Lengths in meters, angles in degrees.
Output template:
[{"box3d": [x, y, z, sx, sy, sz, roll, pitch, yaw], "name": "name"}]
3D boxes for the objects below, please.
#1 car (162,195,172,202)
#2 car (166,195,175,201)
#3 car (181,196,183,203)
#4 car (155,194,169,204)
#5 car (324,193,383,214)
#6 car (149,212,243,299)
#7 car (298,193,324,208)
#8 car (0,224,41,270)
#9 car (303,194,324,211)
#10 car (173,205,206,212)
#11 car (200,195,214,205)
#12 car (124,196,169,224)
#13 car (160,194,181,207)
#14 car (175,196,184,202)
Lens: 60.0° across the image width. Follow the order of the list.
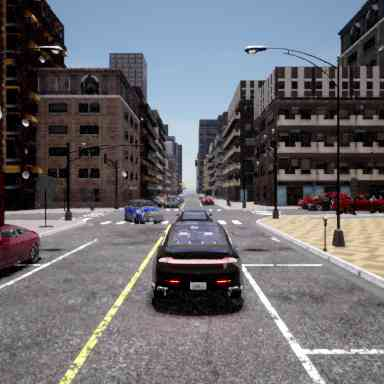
[{"box3d": [-5.599, 1.471, 74.011, 1.967, 1.590, 4.097, 0, 0, 0], "name": "car"}, {"box3d": [-5.585, 1.481, 85.377, 1.967, 1.590, 4.097, 0, 0, 0], "name": "car"}, {"box3d": [-3.008, 1.620, 58.161, 1.895, 1.301, 4.718, 0, 0, 0], "name": "car"}, {"box3d": [-5.613, 1.337, 62.646, 2.192, 1.841, 5.009, 0, 0, 0], "name": "car"}, {"box3d": [14.730, 1.029, 29.193, 5.009, 1.841, 2.192, -1, 1, 0], "name": "car"}, {"box3d": [0.113, 1.491, 8.463, 2.128, 1.511, 4.902, 0, 0, 0], "name": "car"}, {"box3d": [14.606, 1.015, 37.572, 5.009, 1.841, 2.192, -1, 1, 0], "name": "car"}, {"box3d": [-5.730, 1.582, 9.258, 1.802, 1.307, 4.206, 0, 0, 0], "name": "car"}, {"box3d": [14.610, 1.230, 35.001, 4.674, 1.442, 1.812, -1, 0, 0], "name": "car"}, {"box3d": [0.120, 1.565, 17.078, 1.994, 1.385, 4.181, 0, 0, 0], "name": "car"}, {"box3d": [2.760, 1.458, 56.955, 1.967, 1.590, 4.097, 0, 0, 0], "name": "car"}, {"box3d": [-3.679, 1.387, 25.222, 2.097, 1.767, 4.553, 0, -1, -24], "name": "car"}, {"box3d": [-3.006, 1.365, 48.229, 2.097, 1.767, 4.553, 0, 0, 0], "name": "car"}, {"box3d": [-2.902, 1.572, 79.098, 2.033, 1.411, 5.357, 0, 0, 0], "name": "car"}]
